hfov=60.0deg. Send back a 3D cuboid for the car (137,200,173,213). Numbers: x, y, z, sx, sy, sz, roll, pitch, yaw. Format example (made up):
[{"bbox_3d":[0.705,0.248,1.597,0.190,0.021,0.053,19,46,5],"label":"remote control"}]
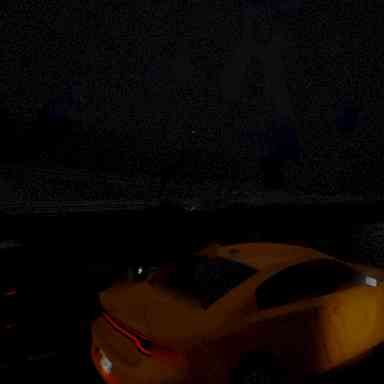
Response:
[{"bbox_3d":[-2.228,1.416,28.203,5.008,1.535,1.882,0,0,-36],"label":"car"}]

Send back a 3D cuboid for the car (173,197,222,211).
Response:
[{"bbox_3d":[1.178,1.283,26.334,4.553,1.767,2.097,0,0,-35],"label":"car"}]

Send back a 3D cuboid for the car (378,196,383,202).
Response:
[{"bbox_3d":[31.090,1.083,51.919,4.553,1.767,2.097,0,0,-35],"label":"car"}]

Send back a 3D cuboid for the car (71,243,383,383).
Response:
[{"bbox_3d":[1.198,1.463,4.604,5.008,1.535,1.882,0,0,-35],"label":"car"}]

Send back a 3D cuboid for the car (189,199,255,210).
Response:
[{"bbox_3d":[2.515,1.439,22.990,4.892,1.490,1.837,0,0,-36],"label":"car"}]

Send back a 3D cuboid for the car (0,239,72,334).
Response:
[{"bbox_3d":[-2.882,1.560,5.994,4.181,1.385,1.994,0,0,-35],"label":"car"}]
